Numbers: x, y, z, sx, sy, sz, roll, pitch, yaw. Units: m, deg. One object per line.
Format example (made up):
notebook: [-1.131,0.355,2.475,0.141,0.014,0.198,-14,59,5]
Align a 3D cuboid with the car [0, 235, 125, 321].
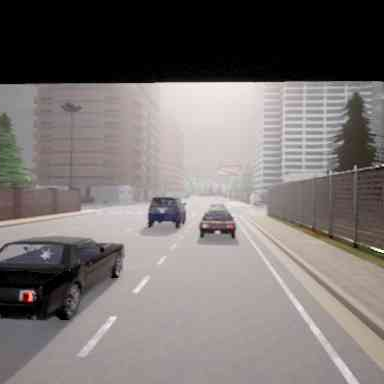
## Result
car: [-2.910,1.606,7.297,1.895,1.301,4.718,1,0,4]

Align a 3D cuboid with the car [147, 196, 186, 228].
car: [-1.686,1.335,23.710,2.150,2.045,5.566,1,0,4]

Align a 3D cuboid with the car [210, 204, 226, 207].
car: [2.322,1.748,30.166,2.033,1.411,5.357,1,0,4]

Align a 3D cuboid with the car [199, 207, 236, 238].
car: [1.430,1.726,18.657,1.895,1.301,4.718,1,0,4]
